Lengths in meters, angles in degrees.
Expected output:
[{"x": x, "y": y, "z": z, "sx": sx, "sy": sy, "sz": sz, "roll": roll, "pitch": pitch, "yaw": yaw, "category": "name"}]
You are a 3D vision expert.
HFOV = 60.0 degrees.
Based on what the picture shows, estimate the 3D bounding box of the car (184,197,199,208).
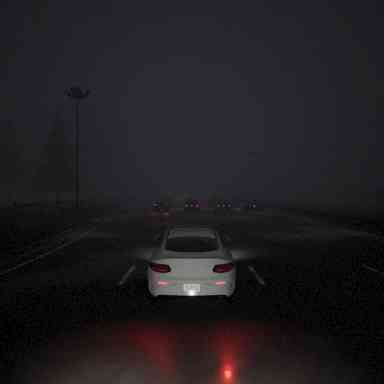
[{"x": -0.037, "y": 1.491, "z": 49.209, "sx": 2.128, "sy": 1.511, "sz": 4.902, "roll": 0, "pitch": 0, "yaw": 0, "category": "car"}]

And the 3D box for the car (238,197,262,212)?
[{"x": 6.970, "y": 1.564, "z": 39.212, "sx": 1.994, "sy": 1.385, "sz": 4.181, "roll": 0, "pitch": 0, "yaw": 0, "category": "car"}]

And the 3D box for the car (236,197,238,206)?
[{"x": 6.963, "y": 1.526, "z": 49.215, "sx": 1.812, "sy": 1.442, "sz": 4.674, "roll": 0, "pitch": 0, "yaw": 0, "category": "car"}]

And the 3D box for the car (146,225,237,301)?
[{"x": -0.006, "y": 1.526, "z": 8.181, "sx": 1.812, "sy": 1.442, "sz": 4.674, "roll": 0, "pitch": 0, "yaw": 0, "category": "car"}]

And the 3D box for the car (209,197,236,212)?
[{"x": 3.471, "y": 1.547, "z": 38.793, "sx": 2.033, "sy": 1.411, "sz": 5.357, "roll": 0, "pitch": 0, "yaw": 0, "category": "car"}]

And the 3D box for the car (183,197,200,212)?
[{"x": -0.029, "y": 1.547, "z": 38.790, "sx": 2.033, "sy": 1.411, "sz": 5.357, "roll": 0, "pitch": 0, "yaw": 0, "category": "car"}]

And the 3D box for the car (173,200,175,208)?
[{"x": -3.537, "y": 1.491, "z": 49.207, "sx": 2.128, "sy": 1.511, "sz": 4.902, "roll": 0, "pitch": 0, "yaw": 0, "category": "car"}]

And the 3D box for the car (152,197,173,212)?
[{"x": -3.530, "y": 1.526, "z": 39.204, "sx": 1.812, "sy": 1.442, "sz": 4.674, "roll": 0, "pitch": 0, "yaw": 0, "category": "car"}]
